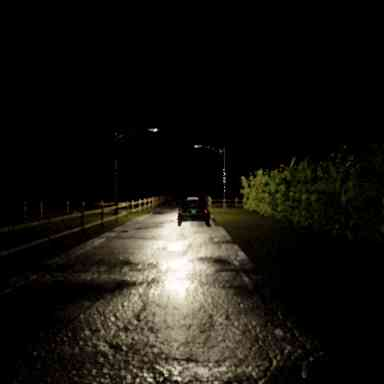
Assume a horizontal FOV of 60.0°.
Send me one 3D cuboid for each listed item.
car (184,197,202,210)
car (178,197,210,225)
[{"bbox_3d":[0.109,1.378,41.538,2.128,1.511,4.902,0,0,0],"label":"car"},{"bbox_3d":[0.106,1.288,23.272,2.097,1.767,4.553,0,0,0],"label":"car"}]
